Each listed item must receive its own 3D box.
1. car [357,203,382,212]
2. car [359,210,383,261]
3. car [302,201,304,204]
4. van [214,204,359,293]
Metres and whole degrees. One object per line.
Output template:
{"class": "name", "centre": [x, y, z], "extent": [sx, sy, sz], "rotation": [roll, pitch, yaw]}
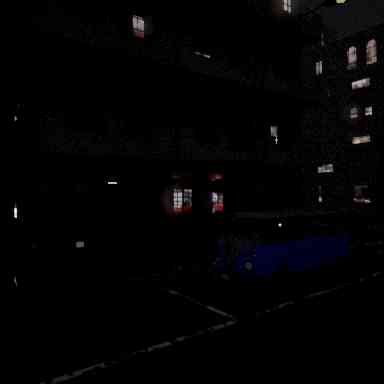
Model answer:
{"class": "car", "centre": [14.554, 1.562, 26.710], "extent": [1.895, 1.301, 4.718], "rotation": [-1, 1, -33]}
{"class": "car", "centre": [6.823, 1.545, 11.936], "extent": [4.403, 1.369, 2.008], "rotation": [0, -1, -37]}
{"class": "car", "centre": [11.562, 1.349, 40.949], "extent": [1.887, 1.381, 4.507], "rotation": [-1, 1, -37]}
{"class": "van", "centre": [2.392, 1.338, 8.546], "extent": [3.998, 1.788, 1.690], "rotation": [0, -1, -37]}
